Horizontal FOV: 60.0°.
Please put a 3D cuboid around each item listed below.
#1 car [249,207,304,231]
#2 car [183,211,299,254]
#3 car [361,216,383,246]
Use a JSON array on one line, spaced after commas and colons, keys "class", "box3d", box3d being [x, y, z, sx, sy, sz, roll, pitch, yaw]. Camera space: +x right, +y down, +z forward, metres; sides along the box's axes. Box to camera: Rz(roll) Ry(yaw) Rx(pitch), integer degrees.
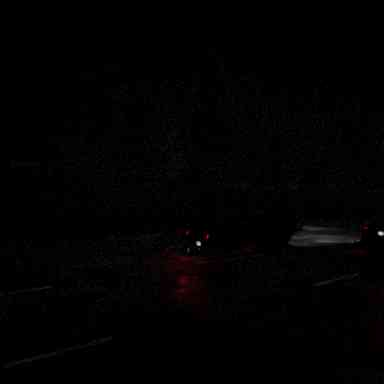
[{"class": "car", "box3d": [4.728, 1.630, 20.015, 4.674, 1.442, 1.812, 0, 0, -35]}, {"class": "car", "box3d": [2.062, 1.666, 13.816, 4.718, 1.301, 1.895, 0, 0, -36]}, {"class": "car", "box3d": [9.320, 1.673, 14.694, 4.181, 1.385, 1.994, 0, 0, -36]}]
